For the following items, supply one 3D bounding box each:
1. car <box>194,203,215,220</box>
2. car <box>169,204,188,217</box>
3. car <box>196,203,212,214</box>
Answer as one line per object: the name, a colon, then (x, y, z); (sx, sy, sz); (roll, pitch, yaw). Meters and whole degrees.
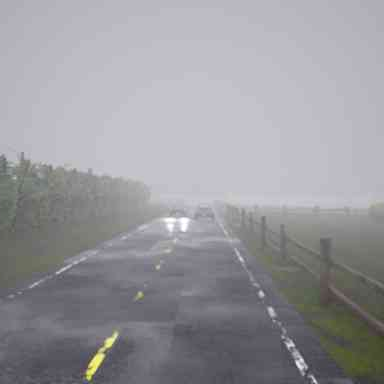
car: (1.181, 1.847, 31.807); (2.128, 1.511, 4.902); (1, -1, 2)
car: (-1.433, 1.979, 36.881); (1.895, 1.301, 4.718); (1, -1, 2)
car: (1.557, 2.078, 42.908); (1.895, 1.301, 4.718); (1, -1, 2)
